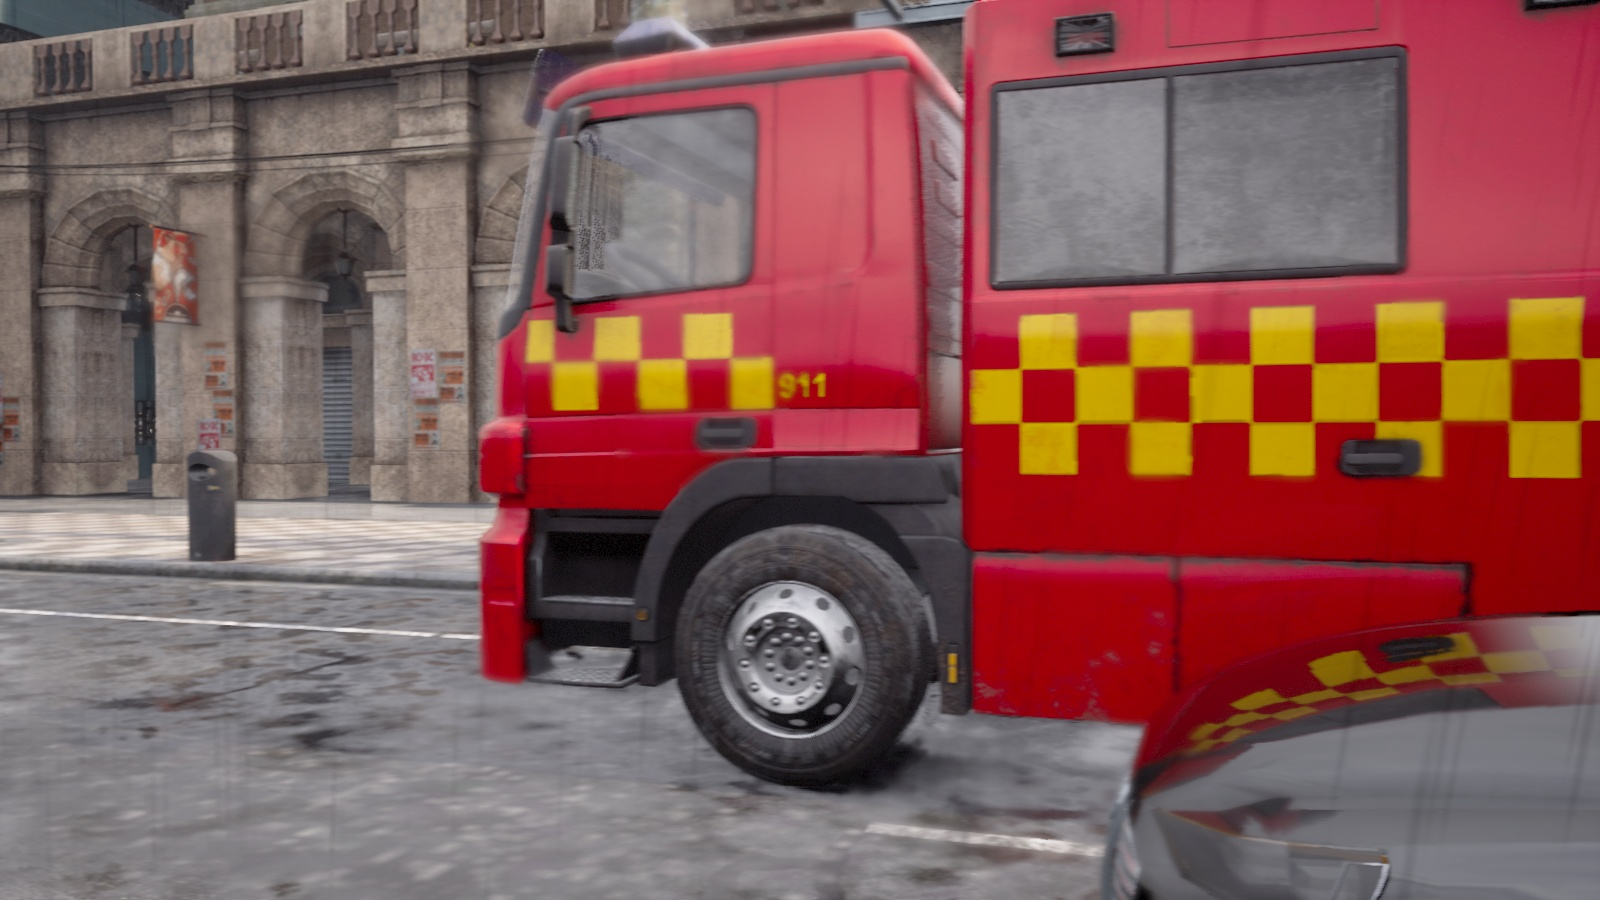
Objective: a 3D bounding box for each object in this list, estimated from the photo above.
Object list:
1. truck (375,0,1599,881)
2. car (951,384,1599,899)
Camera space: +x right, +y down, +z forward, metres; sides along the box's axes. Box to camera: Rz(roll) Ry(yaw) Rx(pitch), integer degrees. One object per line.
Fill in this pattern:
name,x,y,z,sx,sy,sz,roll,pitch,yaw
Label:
truck,2.432,-0.426,6.050,8.468,3.827,2.891,1,1,19
car,2.871,0.732,2.223,4.856,1.649,2.033,1,1,19
